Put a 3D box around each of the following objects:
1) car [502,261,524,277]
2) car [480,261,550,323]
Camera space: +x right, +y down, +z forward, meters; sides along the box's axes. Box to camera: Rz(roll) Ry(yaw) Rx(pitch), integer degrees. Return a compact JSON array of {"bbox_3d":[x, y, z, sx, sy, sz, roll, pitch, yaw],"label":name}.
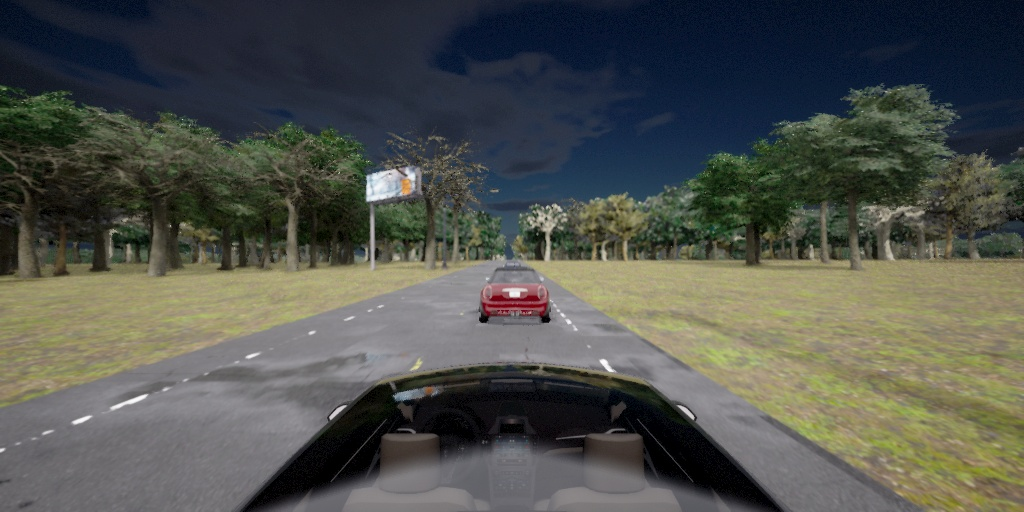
[{"bbox_3d":[0.072,1.230,36.104,2.033,1.411,5.357,0,0,0],"label":"car"},{"bbox_3d":[0.086,1.129,12.477,2.097,1.767,4.553,0,0,0],"label":"car"}]
